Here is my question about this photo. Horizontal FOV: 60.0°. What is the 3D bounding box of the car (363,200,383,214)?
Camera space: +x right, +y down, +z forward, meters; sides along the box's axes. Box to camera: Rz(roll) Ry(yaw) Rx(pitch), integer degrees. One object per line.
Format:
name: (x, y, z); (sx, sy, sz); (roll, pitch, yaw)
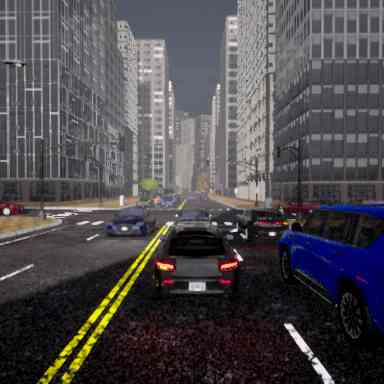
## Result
car: (21.776, 1.630, 36.656); (4.829, 1.417, 1.752); (1, 0, 1)

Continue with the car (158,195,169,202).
car: (-6.571, 1.443, 76.451); (2.033, 1.411, 5.357); (0, 0, 0)

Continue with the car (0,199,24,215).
car: (-18.546, 1.318, 31.482); (5.008, 1.535, 1.882); (1, 1, 1)

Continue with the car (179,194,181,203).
car: (-3.387, 1.482, 57.324); (2.033, 1.411, 5.357); (0, 0, 0)

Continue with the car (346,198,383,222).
car: (16.175, 1.509, 28.365); (5.009, 1.841, 2.192); (1, 0, 1)

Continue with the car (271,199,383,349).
car: (3.348, 1.216, 6.384); (2.150, 2.045, 5.566); (0, 0, 0)

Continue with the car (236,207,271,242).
car: (3.336, 1.490, 16.244); (1.837, 1.490, 4.892); (0, 0, 0)

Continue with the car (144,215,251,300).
car: (0.092, 1.519, 8.240); (1.812, 1.442, 4.674); (0, 0, 0)

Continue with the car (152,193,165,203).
car: (-6.591, 1.142, 65.970); (2.150, 2.045, 5.566); (0, 0, 1)

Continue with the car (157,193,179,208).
car: (-3.389, 1.301, 47.852); (2.097, 1.767, 4.553); (0, 0, 0)

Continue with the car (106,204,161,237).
car: (-3.100, 1.547, 17.736); (1.994, 1.385, 4.181); (0, 0, 3)

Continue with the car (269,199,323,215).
car: (10.718, 1.524, 34.468); (5.008, 1.535, 1.882); (1, 1, 4)

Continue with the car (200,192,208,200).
car: (3.168, 0.935, 89.589); (2.150, 2.045, 5.566); (0, 0, 0)

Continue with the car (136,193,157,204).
car: (-6.671, 1.301, 47.803); (2.097, 1.767, 4.553); (0, 0, 1)

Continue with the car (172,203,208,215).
car: (0.086, 1.531, 17.514); (2.033, 1.411, 5.357); (0, 0, 0)

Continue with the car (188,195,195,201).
car: (-0.074, 1.435, 80.777); (2.033, 1.411, 5.357); (0, 0, 0)

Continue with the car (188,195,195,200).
car: (-0.083, 1.428, 90.673); (1.994, 1.385, 4.181); (0, 0, 0)

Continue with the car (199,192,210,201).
car: (3.178, 1.414, 79.560); (1.812, 1.442, 4.674); (0, 0, 0)

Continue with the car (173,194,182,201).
car: (-3.322, 1.256, 77.348); (2.097, 1.767, 4.553); (0, 0, 0)
